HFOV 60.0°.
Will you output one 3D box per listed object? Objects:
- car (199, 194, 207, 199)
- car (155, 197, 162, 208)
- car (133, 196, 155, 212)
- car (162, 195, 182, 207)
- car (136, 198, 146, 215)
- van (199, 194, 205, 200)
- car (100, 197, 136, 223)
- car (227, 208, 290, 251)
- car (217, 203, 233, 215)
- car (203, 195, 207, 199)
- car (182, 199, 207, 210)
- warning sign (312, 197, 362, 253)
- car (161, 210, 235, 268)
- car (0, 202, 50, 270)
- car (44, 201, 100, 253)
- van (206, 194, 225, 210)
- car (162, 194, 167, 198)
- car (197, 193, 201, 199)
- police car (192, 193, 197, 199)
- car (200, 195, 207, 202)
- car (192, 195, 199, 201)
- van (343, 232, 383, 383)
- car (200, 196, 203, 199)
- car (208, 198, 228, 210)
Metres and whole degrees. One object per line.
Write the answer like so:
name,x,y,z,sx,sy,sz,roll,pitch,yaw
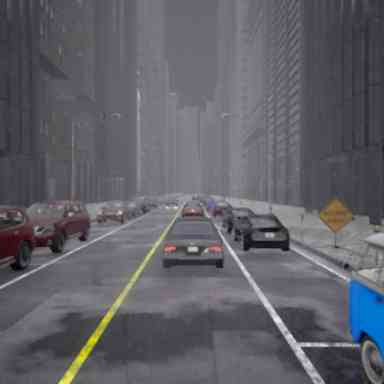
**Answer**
car,2.766,1.623,64.356,1.802,1.307,4.206,0,0,0
car,-5.759,1.589,47.515,1.947,1.339,4.313,0,0,0
car,-5.759,1.330,36.297,2.192,1.841,5.009,0,0,0
car,-3.079,1.575,52.423,2.033,1.411,5.357,0,0,0
car,-5.760,1.562,30.687,2.008,1.369,4.403,0,0,0
van,2.767,1.418,92.402,1.690,1.788,3.998,0,0,0
car,-5.760,1.448,25.078,1.967,1.590,4.097,0,0,0
car,2.765,1.569,13.874,1.947,1.339,4.313,0,0,0
car,2.765,1.572,19.484,1.947,1.339,4.313,0,0,0
car,2.766,1.459,41.920,1.967,1.590,4.097,0,0,0
car,0.076,1.575,30.483,1.994,1.385,4.181,0,0,0
warning sign,5.067,1.118,11.746,1.300,1.860,1.060,0,0,0
car,0.047,1.550,11.210,2.033,1.411,5.357,0,0,0
car,-5.760,1.316,8.249,2.192,1.841,5.009,0,0,0
car,-5.760,1.318,13.858,2.192,1.841,5.009,0,0,0
van,2.766,1.356,36.311,1.690,1.788,3.998,0,0,0
car,-5.759,1.584,58.734,2.008,1.369,4.403,0,0,0
car,2.766,1.363,69.966,2.192,1.841,5.009,0,0,0
police car,0.903,1.489,81.856,1.930,1.638,5.238,0,0,0
car,2.766,1.588,81.354,1.752,1.417,4.829,0,0,0
car,0.904,1.602,91.745,1.812,1.442,4.674,0,0,0
van,2.765,1.342,2.656,1.690,1.788,3.998,0,0,0
car,2.766,1.594,53.138,1.947,1.339,4.313,0,0,0
car,2.765,1.556,30.702,1.887,1.381,4.507,0,0,0
